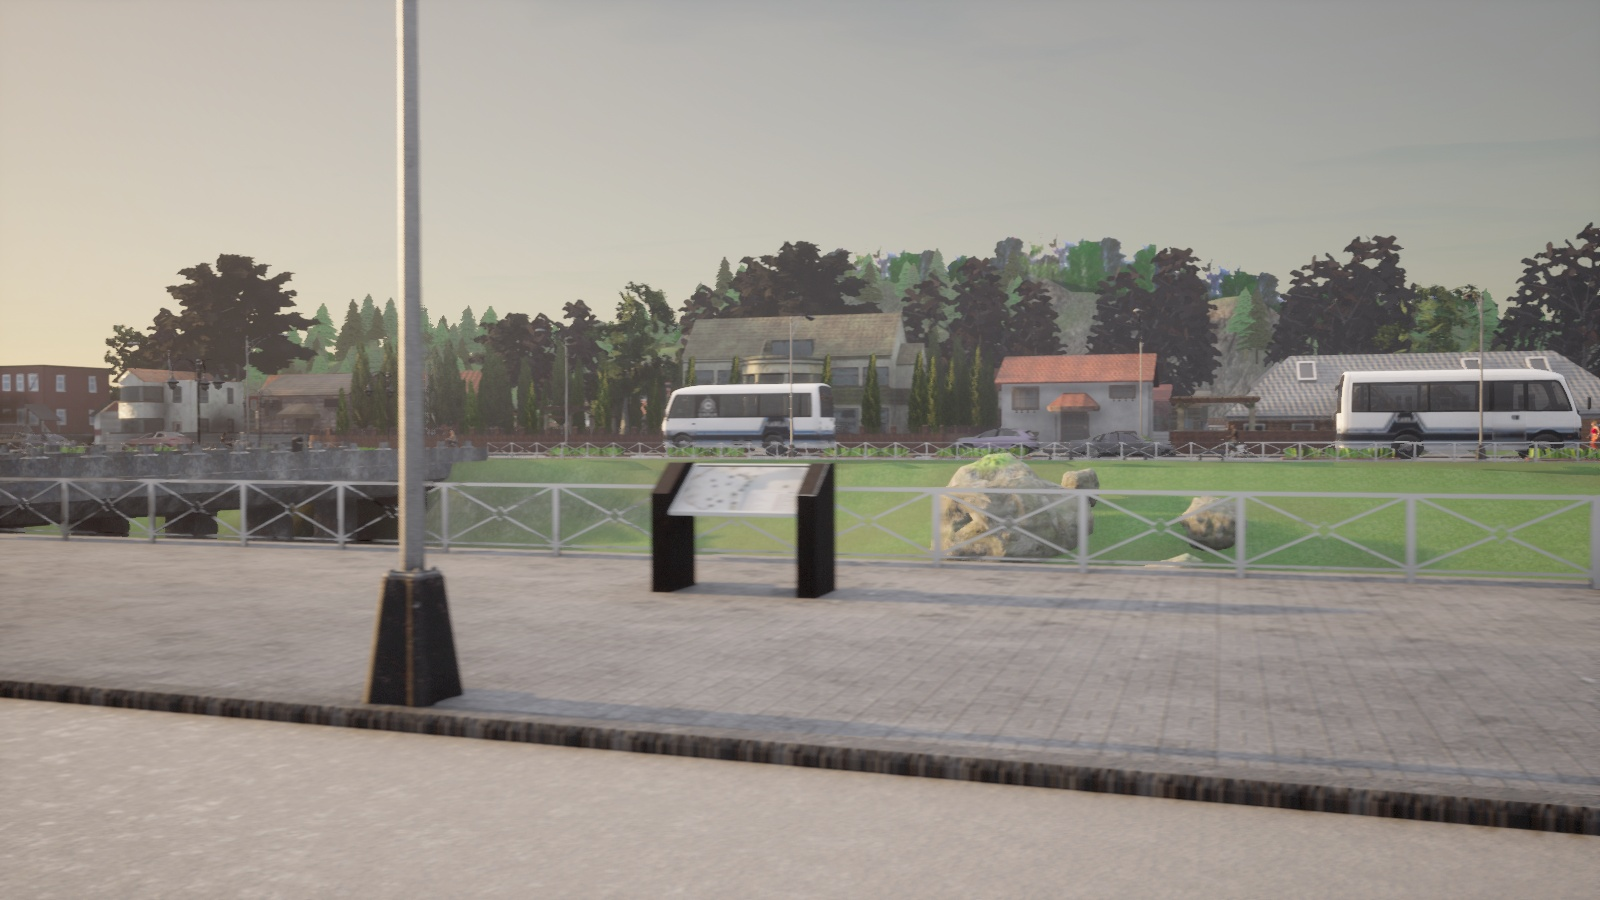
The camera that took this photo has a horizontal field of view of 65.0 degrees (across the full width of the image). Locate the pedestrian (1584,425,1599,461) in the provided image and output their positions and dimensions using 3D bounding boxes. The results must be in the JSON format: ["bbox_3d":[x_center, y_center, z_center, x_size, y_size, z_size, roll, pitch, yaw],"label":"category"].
[{"bbox_3d":[40.703,-0.343,64.506,0.594,1.836,0.345,0,1,13],"label":"pedestrian"}]

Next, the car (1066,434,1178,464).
[{"bbox_3d":[16.242,-0.079,63.312,5.357,1.411,2.033,1,1,19],"label":"car"}]

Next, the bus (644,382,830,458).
[{"bbox_3d":[-3.702,-1.753,74.227,10.273,4.253,3.944,1,1,19],"label":"bus"}]

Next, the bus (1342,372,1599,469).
[{"bbox_3d":[30.952,-1.368,58.339,10.273,4.253,3.944,1,1,19],"label":"bus"}]

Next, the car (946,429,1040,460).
[{"bbox_3d":[10.667,-0.315,69.409,4.856,1.649,2.033,1,1,19],"label":"car"}]

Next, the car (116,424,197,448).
[{"bbox_3d":[-45.196,-0.977,88.215,5.027,1.651,2.152,1,1,19],"label":"car"}]
